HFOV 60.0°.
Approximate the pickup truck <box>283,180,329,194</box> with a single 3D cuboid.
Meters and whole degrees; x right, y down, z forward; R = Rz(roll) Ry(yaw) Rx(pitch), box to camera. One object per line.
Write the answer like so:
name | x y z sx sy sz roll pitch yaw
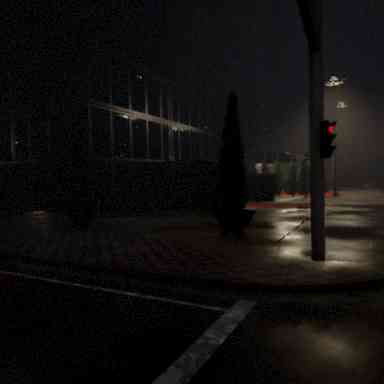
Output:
pickup truck | 13.614 -0.843 39.766 6.274 2.098 2.390 -3 3 -32
